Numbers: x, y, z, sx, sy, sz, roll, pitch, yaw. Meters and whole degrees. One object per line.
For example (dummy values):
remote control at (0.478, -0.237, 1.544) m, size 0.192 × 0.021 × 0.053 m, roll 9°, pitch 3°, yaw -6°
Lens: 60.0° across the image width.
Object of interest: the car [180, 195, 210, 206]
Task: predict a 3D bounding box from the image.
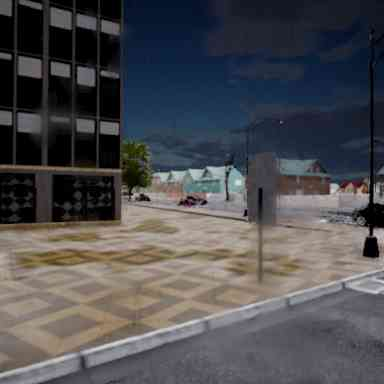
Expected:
car at (0.339, 1.184, 48.205) m, size 2.033 × 1.411 × 5.357 m, roll 1°, pitch 0°, yaw -28°

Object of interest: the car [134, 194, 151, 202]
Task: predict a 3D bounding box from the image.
car at (-8.825, 1.065, 58.823) m, size 1.837 × 1.490 × 4.892 m, roll 1°, pitch 0°, yaw -28°

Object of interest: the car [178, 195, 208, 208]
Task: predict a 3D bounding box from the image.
car at (-0.225, 1.176, 42.289) m, size 1.812 × 1.442 × 4.674 m, roll 1°, pitch 0°, yaw -28°

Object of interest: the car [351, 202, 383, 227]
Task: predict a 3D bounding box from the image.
car at (11.617, 1.393, 19.199) m, size 1.837 × 1.490 × 4.892 m, roll 1°, pitch 0°, yaw -22°
